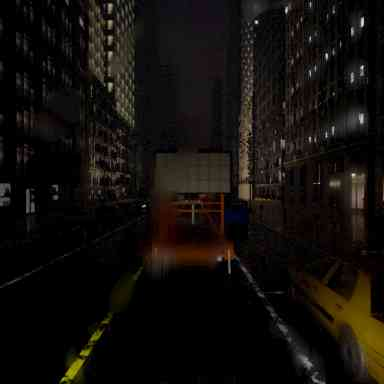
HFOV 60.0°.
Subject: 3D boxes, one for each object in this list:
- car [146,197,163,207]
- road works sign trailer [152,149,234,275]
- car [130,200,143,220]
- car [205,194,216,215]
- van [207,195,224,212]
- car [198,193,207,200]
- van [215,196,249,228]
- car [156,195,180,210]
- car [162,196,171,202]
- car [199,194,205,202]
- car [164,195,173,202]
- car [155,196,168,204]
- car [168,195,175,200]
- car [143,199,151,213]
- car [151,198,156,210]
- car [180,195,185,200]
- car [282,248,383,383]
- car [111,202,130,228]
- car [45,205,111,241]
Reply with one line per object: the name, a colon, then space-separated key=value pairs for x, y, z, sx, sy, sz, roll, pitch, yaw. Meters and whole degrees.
car: x=-5.605 y=1.539 z=50.523 sx=2.008 sy=1.369 sz=4.403 roll=-1 pitch=0 yaw=0
road works sign trailer: x=0.033 y=0.462 z=10.460 sx=2.380 sy=3.560 sz=2.880 roll=0 pitch=0 yaw=0
car: x=-5.648 y=1.538 z=27.789 sx=1.887 sy=1.381 sz=4.507 roll=-1 pitch=0 yaw=0
car: x=2.741 y=1.307 z=33.457 sx=2.192 sy=1.841 sz=5.009 roll=-1 pitch=0 yaw=0
van: x=2.752 y=1.332 z=39.140 sx=1.690 sy=1.788 sz=3.998 roll=-1 pitch=0 yaw=0
car: x=2.849 y=1.291 z=90.293 sx=2.192 sy=1.841 sz=5.009 roll=-1 pitch=0 yaw=0
van: x=2.720 y=1.336 z=22.089 sx=1.690 sy=1.788 sz=3.998 roll=-1 pitch=0 yaw=0
car: x=-3.017 y=1.342 z=42.823 sx=2.097 sy=1.767 sz=4.553 roll=0 pitch=0 yaw=0
car: x=-5.562 y=1.564 z=73.258 sx=1.802 sy=1.307 sz=4.206 roll=-1 pitch=0 yaw=0
car: x=2.797 y=1.536 z=61.874 sx=2.008 sy=1.369 sz=4.403 roll=-1 pitch=0 yaw=0
car: x=-5.552 y=1.420 z=78.941 sx=1.967 sy=1.590 sz=4.097 roll=-1 pitch=0 yaw=0
car: x=-5.583 y=1.536 z=61.890 sx=2.008 sy=1.369 sz=4.403 roll=-1 pitch=0 yaw=0
car: x=-5.530 y=1.502 z=90.139 sx=1.752 sy=1.417 sz=4.829 roll=-1 pitch=0 yaw=0
car: x=-5.638 y=1.543 z=33.472 sx=2.008 sy=1.369 sz=4.403 roll=-1 pitch=0 yaw=0
car: x=-5.626 y=1.573 z=39.156 sx=1.802 sy=1.307 sz=4.206 roll=-1 pitch=0 yaw=0
car: x=-2.832 y=1.524 z=89.885 sx=2.033 sy=1.411 sz=5.357 roll=0 pitch=0 yaw=0
car: x=2.690 y=1.524 z=5.208 sx=1.752 sy=1.417 sz=4.829 roll=-1 pitch=0 yaw=0
car: x=-5.658 y=1.561 z=22.105 sx=1.947 sy=1.339 sz=4.313 roll=-1 pitch=0 yaw=0
car: x=-5.669 y=1.547 z=16.421 sx=2.008 sy=1.369 sz=4.403 roll=-1 pitch=0 yaw=0
